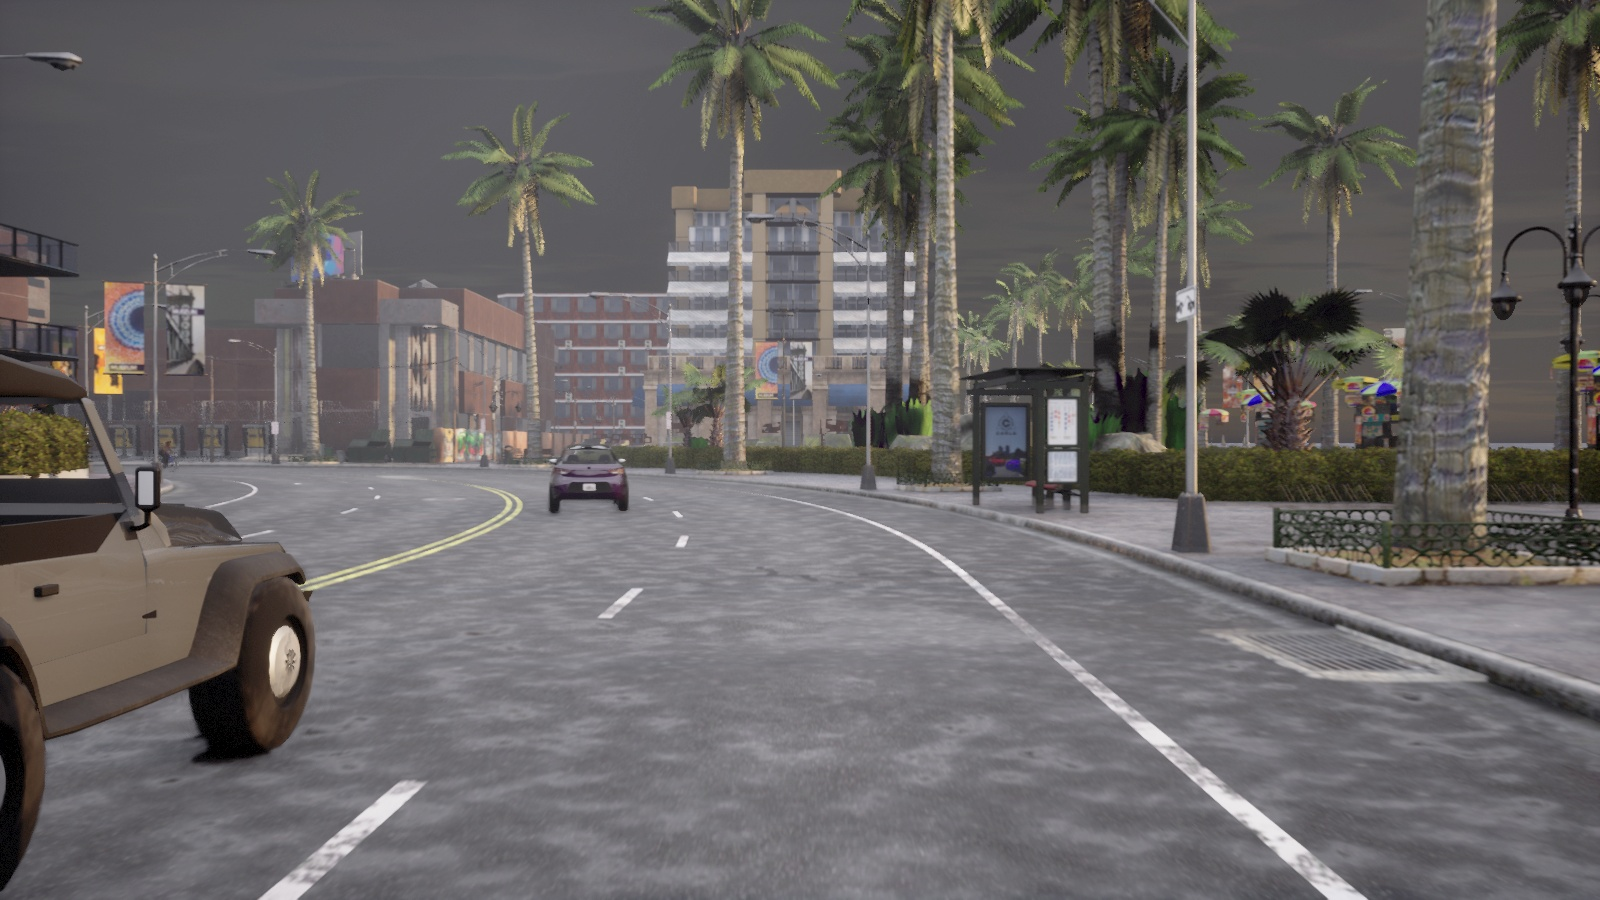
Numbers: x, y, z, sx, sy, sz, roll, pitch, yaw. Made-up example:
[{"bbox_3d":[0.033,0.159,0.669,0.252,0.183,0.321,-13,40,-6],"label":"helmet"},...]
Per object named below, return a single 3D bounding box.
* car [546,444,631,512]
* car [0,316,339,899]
[{"bbox_3d":[-4.958,0.591,29.240,1.816,1.474,4.193,0,0,-11],"label":"car"},{"bbox_3d":[-3.457,0.512,4.863,1.905,1.878,3.866,0,0,0],"label":"car"}]
